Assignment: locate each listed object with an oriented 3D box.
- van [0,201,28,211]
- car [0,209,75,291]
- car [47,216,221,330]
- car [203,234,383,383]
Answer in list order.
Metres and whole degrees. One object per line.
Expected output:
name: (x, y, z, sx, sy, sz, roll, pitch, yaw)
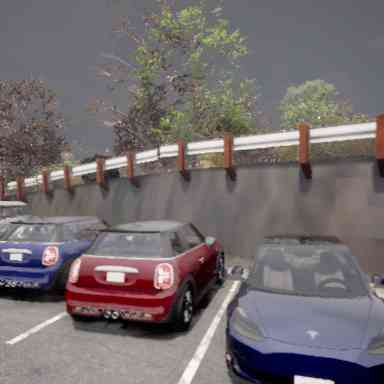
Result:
van: (-7.988, 1.362, 12.687, 1.878, 1.987, 4.442, 0, -1, 15)
car: (-3.113, 1.416, 9.037, 2.185, 1.767, 4.553, 0, -1, 16)
car: (-0.639, 1.394, 7.288, 2.185, 1.767, 4.553, 0, -1, 15)
car: (1.824, 1.528, 5.532, 2.163, 1.488, 4.792, 0, -1, 16)
